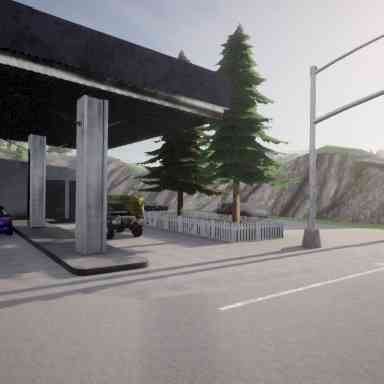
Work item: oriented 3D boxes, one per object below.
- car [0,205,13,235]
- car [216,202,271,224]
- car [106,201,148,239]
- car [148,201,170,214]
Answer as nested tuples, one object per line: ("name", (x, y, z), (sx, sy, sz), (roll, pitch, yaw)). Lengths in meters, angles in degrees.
("car", (-11.442, 1.524, 18.627), (2.242, 1.667, 4.611), (1, 0, -35))
("car", (3.918, 1.600, 25.662), (2.097, 1.767, 4.553), (1, 0, -35))
("car", (-4.313, 1.448, 18.354), (1.905, 1.878, 3.866), (1, 0, -35))
("car", (-4.354, 1.752, 37.628), (1.895, 1.301, 4.718), (1, 0, -35))
